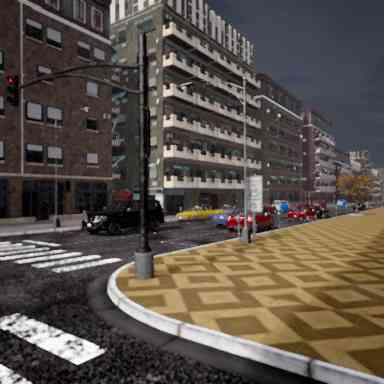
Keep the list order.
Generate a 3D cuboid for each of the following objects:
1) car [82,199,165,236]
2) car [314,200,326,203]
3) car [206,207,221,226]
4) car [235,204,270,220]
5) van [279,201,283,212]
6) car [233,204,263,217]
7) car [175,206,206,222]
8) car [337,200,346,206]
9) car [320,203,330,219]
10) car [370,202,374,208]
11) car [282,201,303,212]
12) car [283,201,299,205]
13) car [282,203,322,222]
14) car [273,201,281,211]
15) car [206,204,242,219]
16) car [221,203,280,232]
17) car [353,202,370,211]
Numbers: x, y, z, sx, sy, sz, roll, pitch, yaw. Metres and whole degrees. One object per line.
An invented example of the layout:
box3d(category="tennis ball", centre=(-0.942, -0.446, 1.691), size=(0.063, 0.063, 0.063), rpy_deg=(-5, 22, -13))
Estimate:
box3d(category="car", centre=(-4.069, 1.502, 20.711), size=(2.150, 2.045, 5.566), rpy_deg=(-1, -1, 37))
box3d(category="car", centre=(26.296, 2.513, 68.730), size=(2.192, 1.841, 5.009), rpy_deg=(-2, -2, 35))
box3d(category="car", centre=(3.590, 1.936, 26.134), size=(2.033, 1.411, 5.357), rpy_deg=(-1, -1, 35))
box3d(category="car", centre=(6.593, 2.079, 35.989), size=(1.837, 1.490, 4.892), rpy_deg=(-1, -1, 35))
box3d(category="van", centre=(13.364, 2.186, 50.199), size=(1.690, 1.788, 3.998), rpy_deg=(-2, -2, 35))
box3d(category="car", centre=(6.900, 2.234, 40.927), size=(1.947, 1.339, 4.313), rpy_deg=(-2, -2, 35))
box3d(category="car", centre=(0.336, 2.014, 31.524), size=(1.752, 1.417, 4.829), rpy_deg=(-2, -2, 35))
box3d(category="car", centre=(39.133, 2.895, 87.199), size=(1.690, 1.788, 3.998), rpy_deg=(-2, -2, 35))
box3d(category="car", centre=(13.720, 2.147, 36.173), size=(1.947, 1.339, 4.313), rpy_deg=(-2, -2, 35))
box3d(category="car", centre=(36.352, 2.751, 68.602), size=(2.008, 1.369, 4.403), rpy_deg=(-2, -2, 35))
box3d(category="car", centre=(16.598, 2.373, 54.829), size=(1.967, 1.590, 4.097), rpy_deg=(-2, -2, 35))
box3d(category="car", centre=(15.686, 2.014, 48.861), size=(2.033, 1.411, 5.357), rpy_deg=(-1, -1, 35))
box3d(category="car", centre=(10.487, 2.038, 31.541), size=(1.887, 1.381, 4.507), rpy_deg=(-2, -2, 35))
box3d(category="car", centre=(10.133, 2.301, 45.560), size=(1.887, 1.381, 4.507), rpy_deg=(-2, -2, 35))
box3d(category="car", centre=(3.569, 2.102, 36.156), size=(1.752, 1.417, 4.829), rpy_deg=(-2, -2, 35))
box3d(category="car", centre=(4.019, 1.757, 22.279), size=(1.967, 1.590, 4.097), rpy_deg=(-2, -2, 35))
box3d(category="car", centre=(29.886, 2.589, 59.337), size=(1.947, 1.339, 4.313), rpy_deg=(-2, -2, 35))
